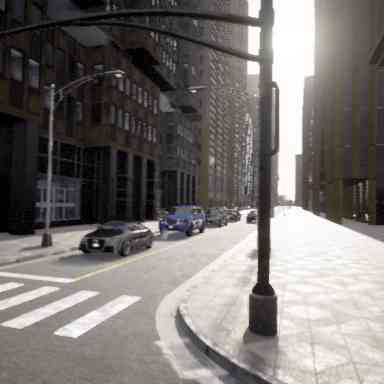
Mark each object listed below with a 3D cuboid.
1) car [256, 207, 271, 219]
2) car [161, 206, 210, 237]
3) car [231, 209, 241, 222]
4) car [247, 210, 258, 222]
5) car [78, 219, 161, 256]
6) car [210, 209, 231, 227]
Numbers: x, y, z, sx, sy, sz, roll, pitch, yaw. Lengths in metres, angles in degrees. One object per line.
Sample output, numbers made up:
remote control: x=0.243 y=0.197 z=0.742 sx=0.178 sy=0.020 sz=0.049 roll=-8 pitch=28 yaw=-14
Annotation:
car: x=11.766 y=3.389 z=54.408 sx=2.097 sy=1.767 sz=4.553 roll=1 pitch=-2 yaw=17
car: x=-0.567 y=2.022 z=24.324 sx=2.150 sy=2.045 sz=5.566 roll=1 pitch=-2 yaw=17
car: x=5.214 y=3.038 z=43.515 sx=2.128 sy=1.511 sz=4.902 roll=1 pitch=-2 yaw=16
car: x=8.122 y=3.114 z=42.238 sx=2.033 sy=1.411 sz=5.357 roll=1 pitch=-2 yaw=16
car: x=-3.291 y=2.010 z=15.208 sx=1.994 sy=1.385 sz=4.181 roll=1 pitch=-2 yaw=16
car: x=2.231 y=2.516 z=33.651 sx=2.097 sy=1.767 sz=4.553 roll=1 pitch=-2 yaw=17
